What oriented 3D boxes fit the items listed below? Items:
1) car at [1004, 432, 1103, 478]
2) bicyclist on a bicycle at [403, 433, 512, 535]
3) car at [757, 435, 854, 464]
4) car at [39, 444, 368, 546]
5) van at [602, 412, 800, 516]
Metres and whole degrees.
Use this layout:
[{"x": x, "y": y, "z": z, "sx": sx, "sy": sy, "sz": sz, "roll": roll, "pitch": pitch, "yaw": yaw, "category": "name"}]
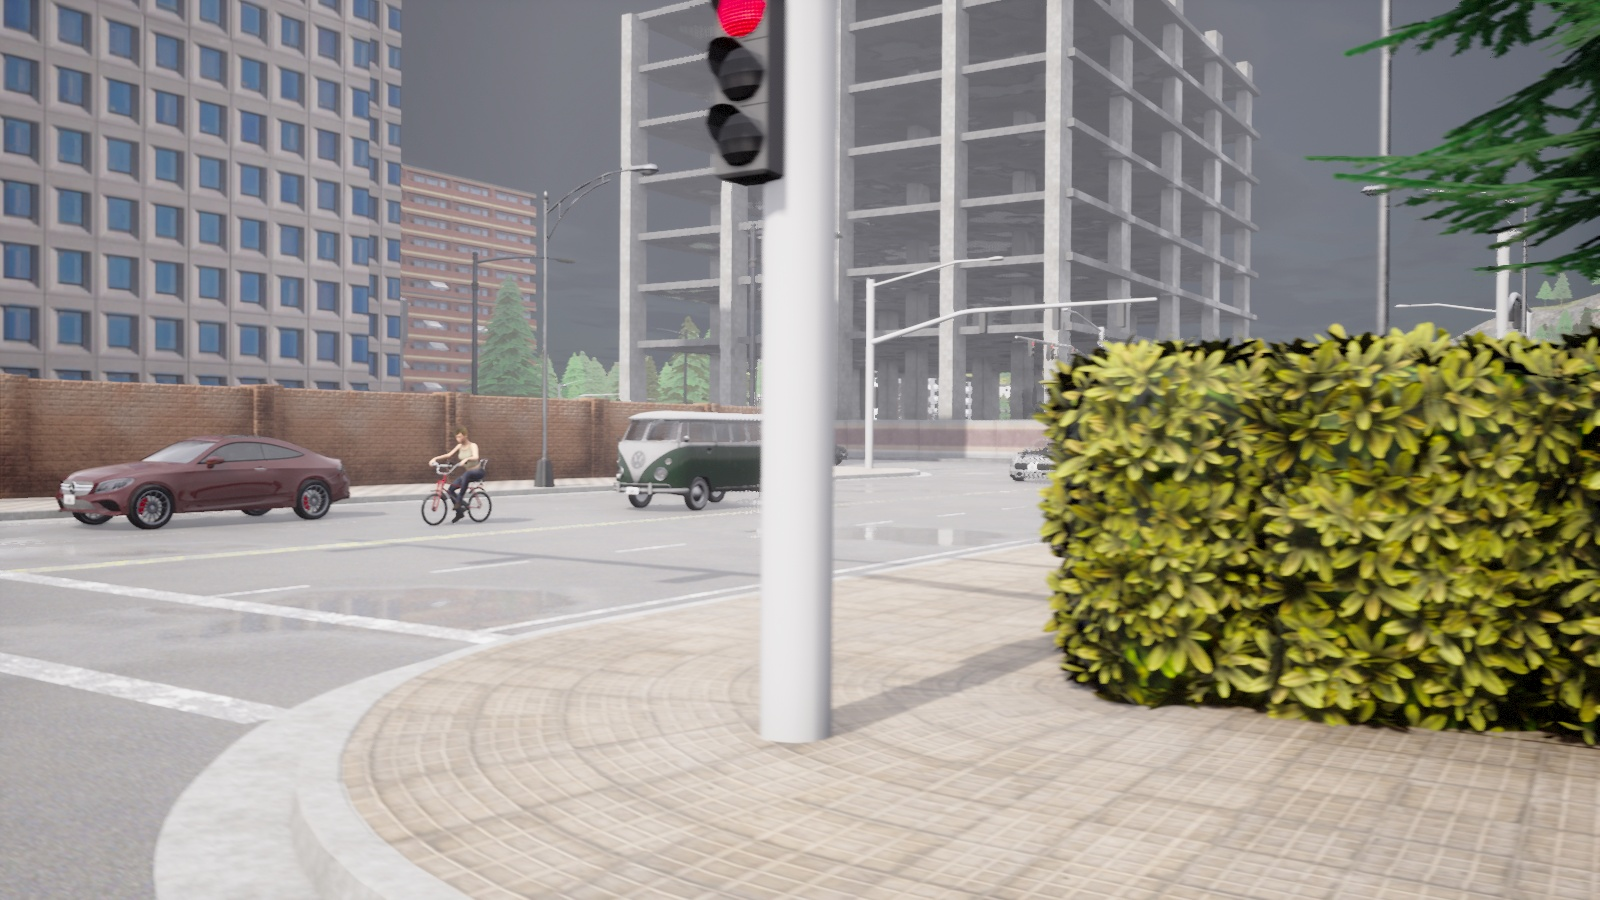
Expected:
[{"x": 8.650, "y": 0.144, "z": 42.655, "sx": 1.970, "sy": 1.475, "sz": 3.806, "roll": 0, "pitch": 1, "yaw": 35, "category": "car"}, {"x": -5.629, "y": 0.527, "z": 20.713, "sx": 0.866, "sy": 1.612, "sz": 1.509, "roll": 0, "pitch": 1, "yaw": 33, "category": "bicyclist on a bicycle"}, {"x": 0.244, "y": -0.020, "z": 66.165, "sx": 4.892, "sy": 1.490, "sz": 1.837, "roll": 0, "pitch": 1, "yaw": 34, "category": "car"}, {"x": -9.714, "y": 0.655, "z": 20.861, "sx": 1.812, "sy": 1.442, "sz": 4.674, "roll": 0, "pitch": 1, "yaw": 33, "category": "car"}, {"x": -1.965, "y": 0.237, "z": 26.361, "sx": 1.775, "sy": 1.987, "sz": 4.442, "roll": 0, "pitch": 1, "yaw": 33, "category": "van"}]
